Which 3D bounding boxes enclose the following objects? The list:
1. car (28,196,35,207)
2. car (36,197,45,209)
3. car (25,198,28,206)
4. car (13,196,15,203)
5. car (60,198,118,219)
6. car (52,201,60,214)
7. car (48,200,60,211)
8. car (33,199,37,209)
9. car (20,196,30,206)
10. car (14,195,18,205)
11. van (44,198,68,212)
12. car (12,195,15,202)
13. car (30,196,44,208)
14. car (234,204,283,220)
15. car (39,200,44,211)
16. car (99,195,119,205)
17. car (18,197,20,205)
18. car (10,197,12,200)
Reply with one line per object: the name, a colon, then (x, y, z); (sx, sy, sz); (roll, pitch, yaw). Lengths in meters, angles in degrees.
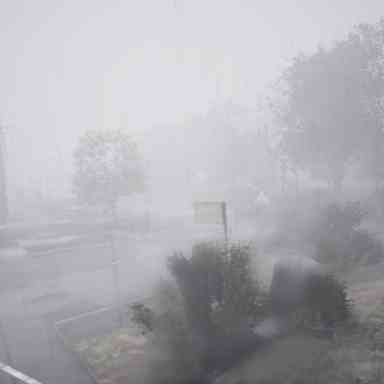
car: (-27.330, 2.010, 62.059); (2.185, 1.767, 4.553); (-2, 4, 36)
car: (-22.321, 2.027, 54.560); (2.185, 1.767, 4.553); (-2, 3, 36)
car: (-29.016, 2.164, 64.558); (2.163, 1.488, 4.792); (-2, 3, 36)
car: (-39.162, 2.020, 79.415); (2.185, 1.767, 4.553); (-3, 3, 36)
car: (-12.155, 1.924, 39.656); (2.435, 2.045, 5.566); (-2, 4, 36)
car: (-15.416, 2.147, 44.807); (1.946, 1.575, 5.366); (-2, 3, 36)
car: (-17.220, 2.202, 47.138); (2.002, 1.452, 4.674); (-2, 3, 36)
car: (-23.973, 2.185, 57.074); (2.002, 1.452, 4.674); (-2, 3, 36)
car: (-30.717, 1.882, 67.029); (2.435, 2.045, 5.566); (-2, 3, 36)
car: (-35.783, 1.885, 74.488); (2.435, 2.045, 5.566); (-3, 3, 36)
van: (-18.989, 1.942, 49.511); (1.878, 1.987, 4.442); (-2, 4, 36)
car: (-40.846, 2.023, 81.899); (2.185, 1.767, 4.553); (-3, 3, 36)
car: (-25.646, 2.013, 59.575); (2.185, 1.767, 4.553); (-2, 4, 36)
car: (5.869, 1.691, 29.558); (1.895, 1.301, 4.718); (-5, 3, -33)
car: (-20.591, 2.152, 52.104); (2.097, 1.535, 5.008); (-2, 4, 36)
car: (-15.267, 1.454, 60.970); (1.882, 1.535, 5.008); (-5, 3, -34)
car: (-33.975, 2.117, 72.141); (1.946, 1.575, 5.366); (-2, 3, 36)
car: (-42.484, 2.178, 84.438); (2.163, 1.488, 4.792); (-3, 3, 36)
